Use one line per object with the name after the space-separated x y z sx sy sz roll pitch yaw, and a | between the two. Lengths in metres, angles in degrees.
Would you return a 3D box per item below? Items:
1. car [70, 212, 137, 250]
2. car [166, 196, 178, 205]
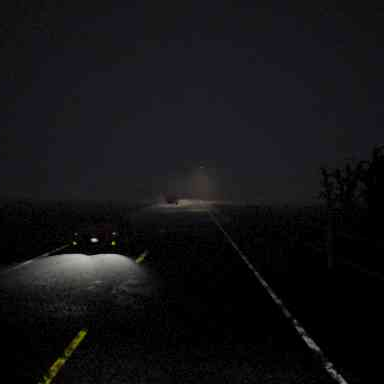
-3.562 1.558 14.087 1.994 1.385 4.181 0 0 0 | car
-3.405 1.479 56.679 1.837 1.490 4.892 0 0 1 | car
